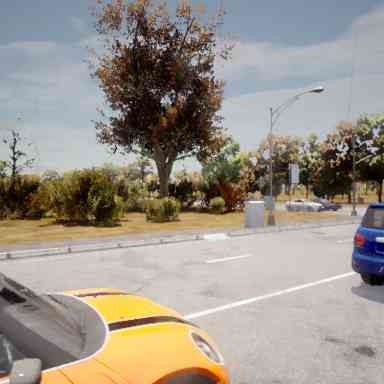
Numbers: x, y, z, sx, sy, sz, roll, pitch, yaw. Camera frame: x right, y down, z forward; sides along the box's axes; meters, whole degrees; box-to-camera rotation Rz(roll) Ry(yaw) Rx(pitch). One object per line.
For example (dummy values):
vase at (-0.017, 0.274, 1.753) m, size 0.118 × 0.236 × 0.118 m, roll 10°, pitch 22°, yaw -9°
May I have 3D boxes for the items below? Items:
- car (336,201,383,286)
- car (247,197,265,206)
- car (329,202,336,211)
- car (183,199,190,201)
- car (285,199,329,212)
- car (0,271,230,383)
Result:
car at (6.186, 1.221, 8.170) m, size 5.566 × 2.045 × 2.150 m, roll 0°, pitch 0°, yaw -35°
car at (9.561, 1.473, 50.625) m, size 2.128 × 1.511 × 4.902 m, roll 0°, pitch 1°, yaw -33°
car at (15.684, 1.546, 41.009) m, size 2.033 × 1.411 × 5.357 m, roll 0°, pitch 0°, yaw -32°
car at (-2.276, 1.357, 68.361) m, size 1.882 × 1.535 × 5.008 m, roll 0°, pitch 0°, yaw -35°
car at (12.998, 1.524, 38.705) m, size 1.812 × 1.442 × 4.674 m, roll 0°, pitch 0°, yaw -32°
car at (-1.859, 1.353, 2.419) m, size 4.553 × 1.767 × 2.097 m, roll 0°, pitch 0°, yaw -36°
